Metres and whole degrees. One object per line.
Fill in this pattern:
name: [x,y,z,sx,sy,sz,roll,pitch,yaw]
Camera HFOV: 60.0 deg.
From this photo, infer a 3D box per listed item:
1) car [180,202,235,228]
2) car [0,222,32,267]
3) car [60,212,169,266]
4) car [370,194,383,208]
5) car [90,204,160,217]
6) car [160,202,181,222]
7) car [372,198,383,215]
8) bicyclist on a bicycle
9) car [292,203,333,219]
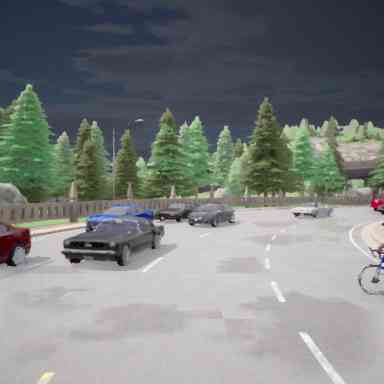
car: [1.409,1.503,22.720,1.837,1.490,4.892,0,0,29]
car: [-6.343,1.477,8.744,1.882,1.535,5.008,0,0,7]
car: [-2.515,1.600,11.749,1.895,1.301,4.718,0,0,13]
car: [22.934,1.217,37.809,5.566,2.045,2.150,0,0,-22]
car: [-3.977,1.475,19.013,1.882,1.535,5.008,0,0,21]
car: [-0.748,1.544,26.473,2.033,1.411,5.357,0,0,31]
car: [20.422,1.543,32.619,5.357,1.411,2.033,0,0,-31]
bicyclist on a bicycle: [4.421,1.435,7.159,1.656,1.620,0.582,-2,0,6]
car: [10.842,1.597,29.673,1.895,1.301,4.718,0,0,44]
